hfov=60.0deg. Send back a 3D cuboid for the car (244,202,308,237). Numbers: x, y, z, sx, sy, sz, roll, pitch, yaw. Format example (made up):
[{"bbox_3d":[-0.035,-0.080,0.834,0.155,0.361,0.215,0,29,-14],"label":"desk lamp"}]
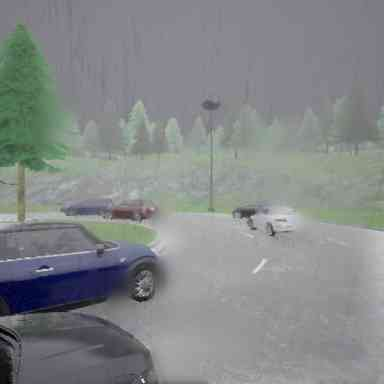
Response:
[{"bbox_3d":[4.561,1.519,18.037,1.812,1.442,4.674,1,0,-9],"label":"car"}]

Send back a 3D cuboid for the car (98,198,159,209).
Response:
[{"bbox_3d":[-4.708,1.346,25.721,4.553,1.767,2.097,0,0,34],"label":"car"}]

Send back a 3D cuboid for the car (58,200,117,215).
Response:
[{"bbox_3d":[-10.554,1.541,33.935,5.357,1.411,2.033,0,0,-4],"label":"car"}]

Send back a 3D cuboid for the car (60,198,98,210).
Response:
[{"bbox_3d":[-9.150,1.347,30.404,4.553,1.767,2.097,0,0,5],"label":"car"}]

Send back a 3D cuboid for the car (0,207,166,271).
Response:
[{"bbox_3d":[-2.685,1.350,6.538,4.553,1.767,2.097,0,0,-43],"label":"car"}]

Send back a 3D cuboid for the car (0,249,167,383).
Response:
[{"bbox_3d":[-2.481,1.506,1.965,4.892,1.490,1.837,0,0,-38],"label":"car"}]

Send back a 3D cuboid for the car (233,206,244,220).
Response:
[{"bbox_3d":[5.168,1.482,25.808,2.128,1.511,4.902,0,0,-31],"label":"car"}]
